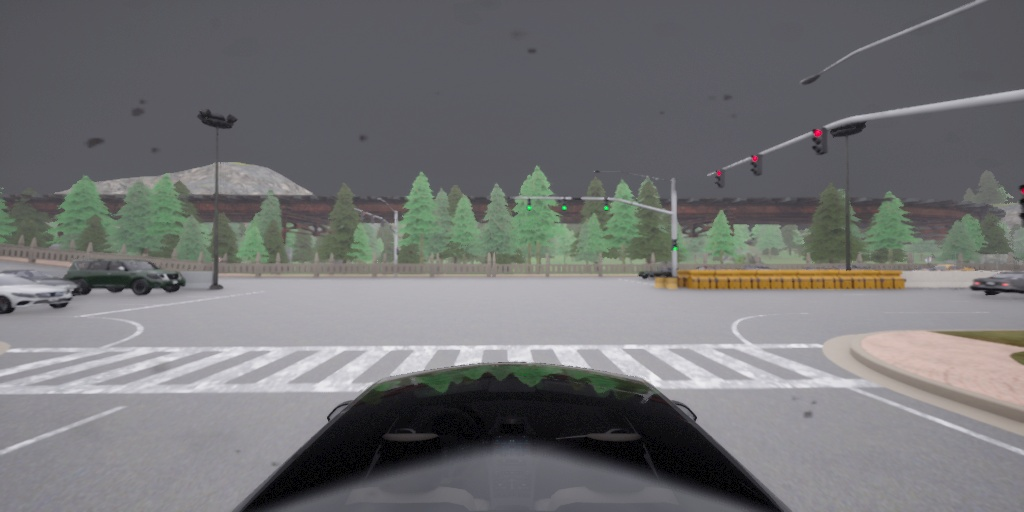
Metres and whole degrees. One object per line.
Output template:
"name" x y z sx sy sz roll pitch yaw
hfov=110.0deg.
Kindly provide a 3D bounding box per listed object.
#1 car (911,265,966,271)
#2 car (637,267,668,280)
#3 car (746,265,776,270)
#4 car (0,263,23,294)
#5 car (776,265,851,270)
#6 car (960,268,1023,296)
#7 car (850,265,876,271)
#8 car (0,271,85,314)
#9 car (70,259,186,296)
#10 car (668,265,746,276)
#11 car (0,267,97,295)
"car" 34.820 1.656 29.998 4.181 1.385 1.994 0 -1 -2
"car" 15.301 1.773 36.400 4.718 1.301 1.895 0 -1 -2
"car" 24.554 1.666 36.689 4.902 1.511 2.128 0 -1 -2
"car" -32.086 1.247 20.738 4.553 1.767 2.097 2 -1 -2
"car" 24.875 1.653 29.695 4.181 1.385 1.994 0 -1 -2
"car" 27.858 1.507 19.084 5.357 1.411 2.033 0 -1 -2
"car" 34.710 1.669 36.998 4.902 1.511 2.128 0 -1 -2
"car" -20.268 1.427 14.037 4.674 1.442 1.812 0 -1 0
"car" -22.580 1.202 21.025 5.566 2.045 2.150 0 -1 -2
"car" 15.884 1.564 29.417 5.008 1.535 1.882 0 -1 -2
"car" -24.106 1.427 17.474 4.902 1.511 2.128 0 -1 -2
